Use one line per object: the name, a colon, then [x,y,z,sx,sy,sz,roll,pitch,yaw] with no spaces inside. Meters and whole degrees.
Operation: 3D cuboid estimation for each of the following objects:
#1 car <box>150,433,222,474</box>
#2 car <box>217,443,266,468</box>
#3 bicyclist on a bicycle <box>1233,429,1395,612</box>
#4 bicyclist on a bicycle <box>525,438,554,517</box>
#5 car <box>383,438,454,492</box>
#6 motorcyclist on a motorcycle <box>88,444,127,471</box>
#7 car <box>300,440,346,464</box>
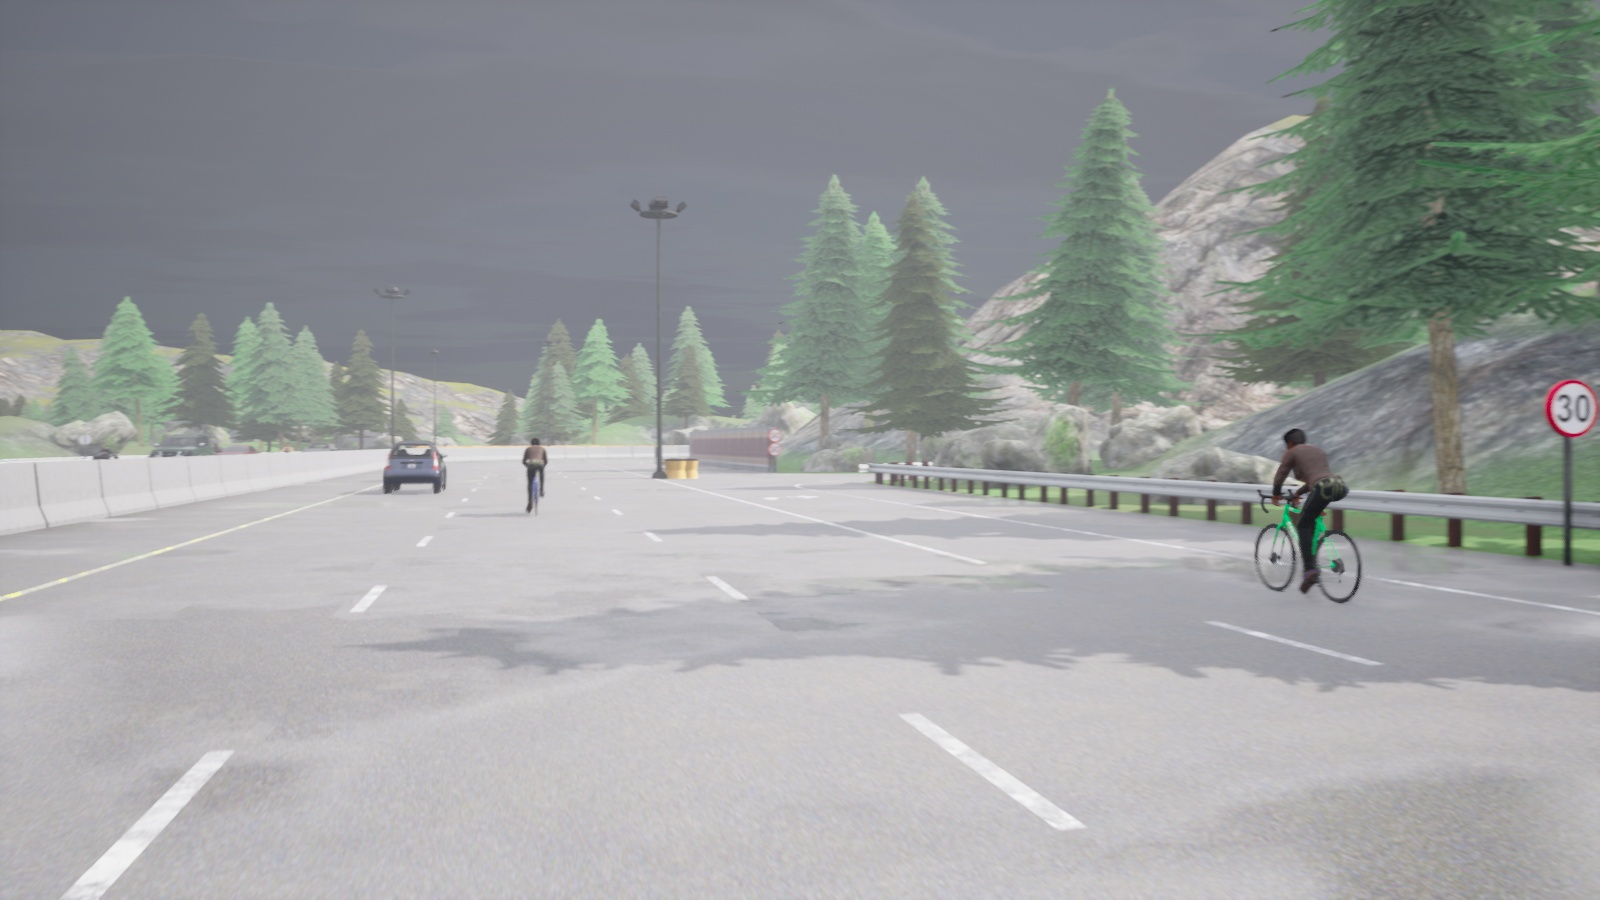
car: [-32.255,0.151,66.097,2.150,2.045,5.566,0,0,-13]
car: [-35.210,0.341,79.342,1.882,1.535,5.008,0,0,-13]
bicyclist on a bicycle: [4.865,0.623,11.998,0.582,1.620,1.656,0,0,-13]
bicyclist on a bicycle: [-5.500,0.560,26.480,0.582,1.620,1.656,0,0,-13]
car: [-12.075,0.442,39.975,1.851,1.617,3.988,0,0,-13]
motorcyclist on a motorcycle: [-40.403,0.441,73.333,0.866,1.530,2.191,1,0,7]
car: [-33.668,0.153,88.733,2.242,1.667,4.611,0,0,-11]
